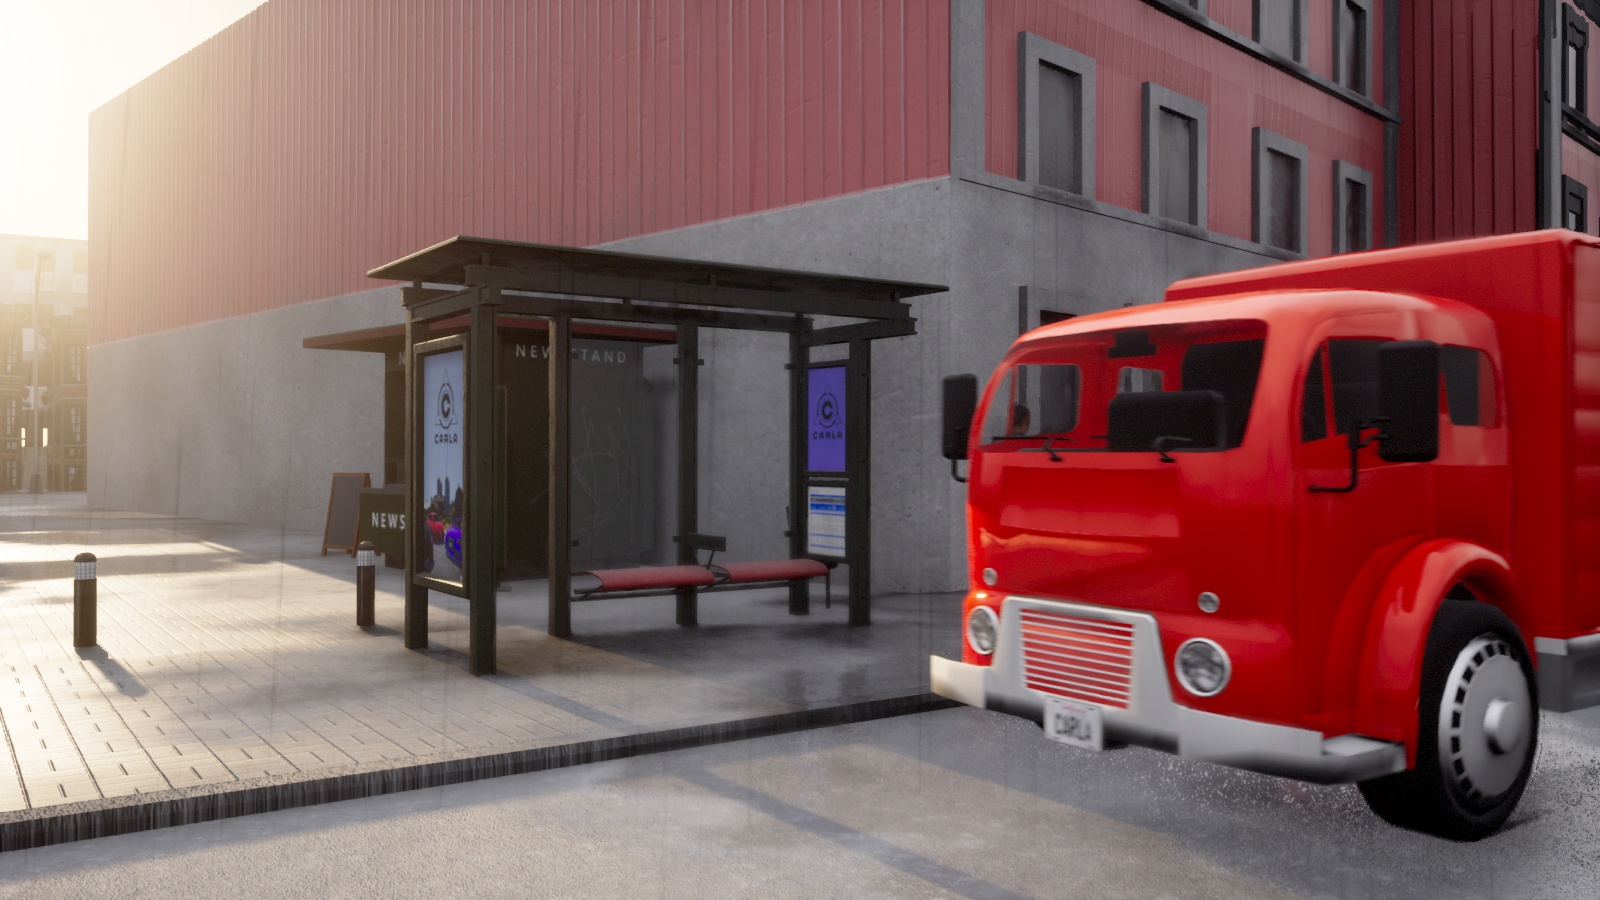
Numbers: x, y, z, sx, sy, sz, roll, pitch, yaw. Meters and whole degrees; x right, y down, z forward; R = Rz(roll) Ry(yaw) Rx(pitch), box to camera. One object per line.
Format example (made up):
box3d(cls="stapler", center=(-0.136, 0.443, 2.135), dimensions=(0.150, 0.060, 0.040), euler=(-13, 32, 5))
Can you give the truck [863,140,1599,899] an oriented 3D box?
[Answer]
box3d(cls="truck", center=(3.194, 0.267, 6.496), dimensions=(5.204, 2.467, 2.627), euler=(0, 0, -35))
